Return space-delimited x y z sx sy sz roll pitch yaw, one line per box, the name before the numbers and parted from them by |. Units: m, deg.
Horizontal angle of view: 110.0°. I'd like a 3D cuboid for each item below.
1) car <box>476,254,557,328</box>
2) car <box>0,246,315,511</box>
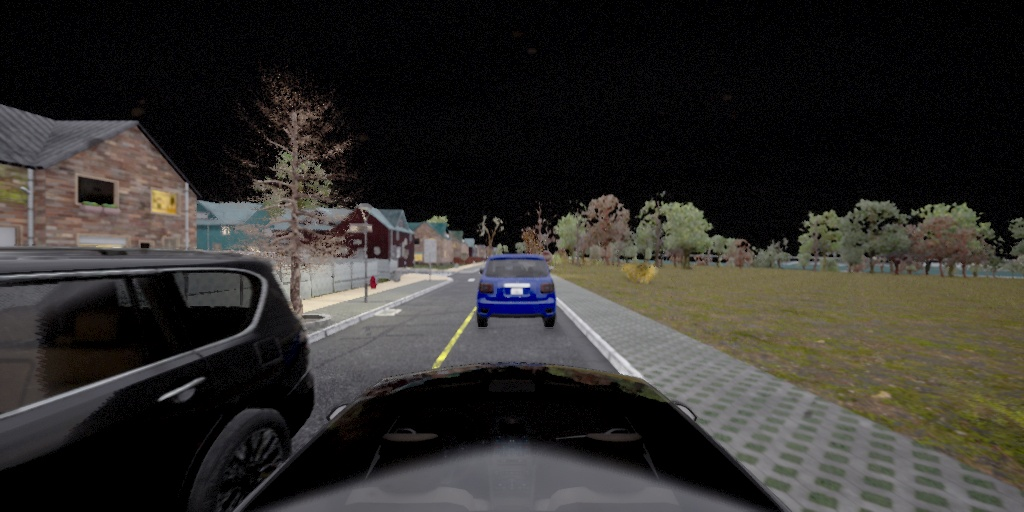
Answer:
car | 0.104 0.961 11.523 2.150 2.045 5.566 0 0 0
car | -2.849 0.972 0.962 2.150 2.045 5.566 0 0 0
